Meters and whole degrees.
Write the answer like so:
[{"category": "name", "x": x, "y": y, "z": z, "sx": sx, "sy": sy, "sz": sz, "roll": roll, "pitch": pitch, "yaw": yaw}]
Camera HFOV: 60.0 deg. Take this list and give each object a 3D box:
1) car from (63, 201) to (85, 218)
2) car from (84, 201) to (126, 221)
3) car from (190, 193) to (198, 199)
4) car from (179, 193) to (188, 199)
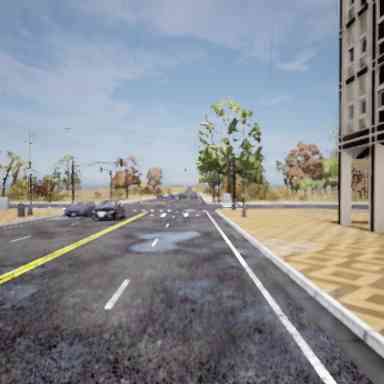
[{"category": "car", "x": -9.802, "y": 1.499, "z": 30.236, "sx": 2.033, "sy": 1.411, "sz": 5.357, "roll": 0, "pitch": 0, "yaw": 0}, {"category": "car", "x": -6.577, "y": 1.450, "z": 26.602, "sx": 2.128, "sy": 1.511, "sz": 4.902, "roll": 0, "pitch": 0, "yaw": 0}, {"category": "car", "x": 0.533, "y": 1.115, "z": 95.390, "sx": 2.097, "sy": 1.767, "sz": 4.553, "roll": 0, "pitch": 0, "yaw": 1}, {"category": "car", "x": -2.716, "y": 1.115, "z": 95.478, "sx": 2.097, "sy": 1.767, "sz": 4.553, "roll": 0, "pitch": 0, "yaw": 1}]
